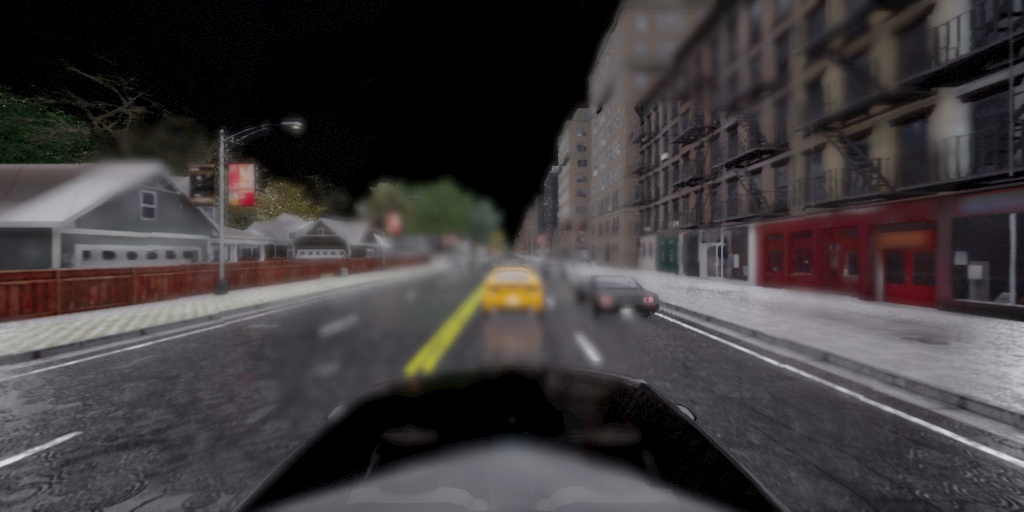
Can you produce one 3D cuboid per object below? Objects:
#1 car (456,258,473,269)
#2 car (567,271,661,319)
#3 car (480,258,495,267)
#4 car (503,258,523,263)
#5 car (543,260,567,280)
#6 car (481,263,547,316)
[{"bbox_3d":[-6.573,0.964,50.269,2.128,1.511,4.902,0,0,0],"label":"car"},{"bbox_3d":[3.310,1.294,12.412,1.895,1.301,4.718,0,0,0],"label":"car"},{"bbox_3d":[-3.325,0.979,50.103,1.837,1.490,4.892,0,0,0],"label":"car"},{"bbox_3d":[0.066,0.953,28.534,2.097,1.767,4.553,0,0,0],"label":"car"},{"bbox_3d":[3.318,1.093,28.872,2.128,1.511,4.902,0,0,0],"label":"car"},{"bbox_3d":[0.063,1.167,13.169,1.882,1.535,5.008,0,0,1],"label":"car"}]
